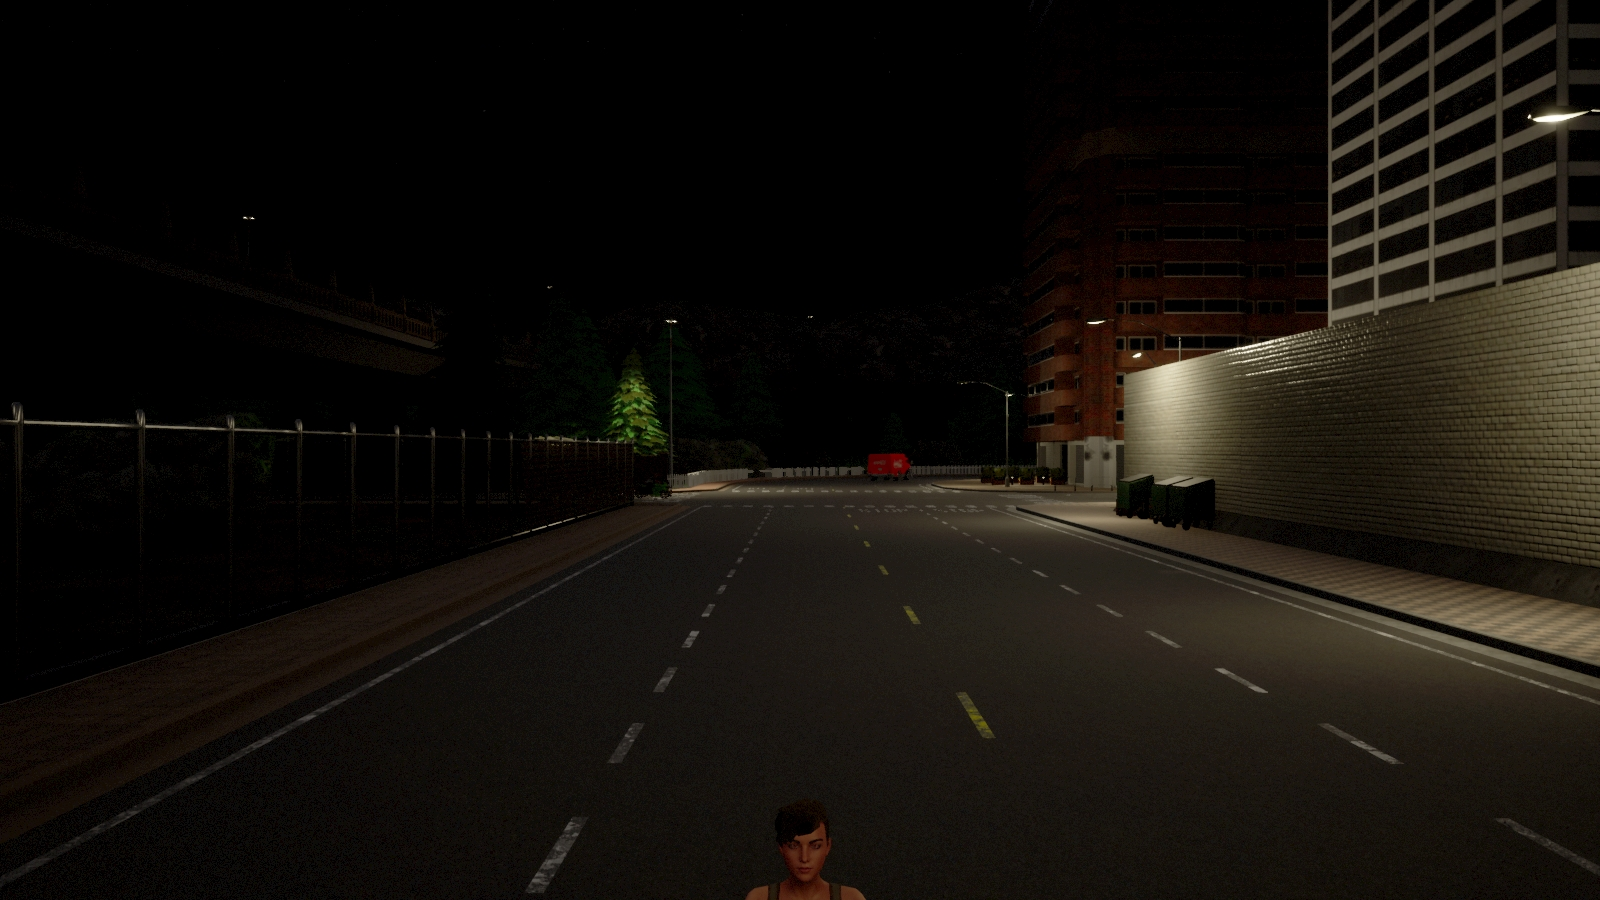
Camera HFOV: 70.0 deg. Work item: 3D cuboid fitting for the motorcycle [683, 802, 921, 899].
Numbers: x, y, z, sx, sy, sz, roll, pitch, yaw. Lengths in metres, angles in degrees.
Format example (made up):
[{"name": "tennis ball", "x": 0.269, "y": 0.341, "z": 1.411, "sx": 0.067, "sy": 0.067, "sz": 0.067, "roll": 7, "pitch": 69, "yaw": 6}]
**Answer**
[{"name": "motorcycle", "x": 0.006, "y": 2.099, "z": 3.507, "sx": 0.764, "sy": 1.307, "sz": 2.356, "roll": 0, "pitch": 0, "yaw": 0}]
